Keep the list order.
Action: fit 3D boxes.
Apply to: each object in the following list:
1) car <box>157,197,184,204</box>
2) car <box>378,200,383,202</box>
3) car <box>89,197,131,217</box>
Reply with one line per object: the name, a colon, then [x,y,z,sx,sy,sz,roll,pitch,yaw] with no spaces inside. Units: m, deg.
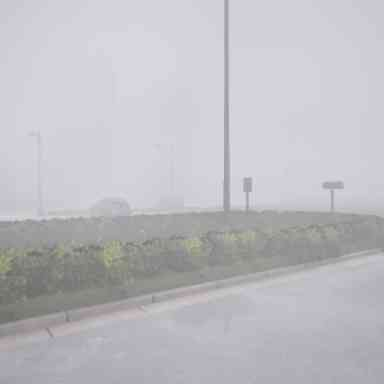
car: [-3.055,1.476,45.682,2.242,1.667,4.611,0,0,-36]
car: [31.893,1.514,52.406,1.837,1.490,4.892,0,0,-36]
car: [-6.643,1.306,26.728,1.932,1.855,4.605,0,0,-36]
